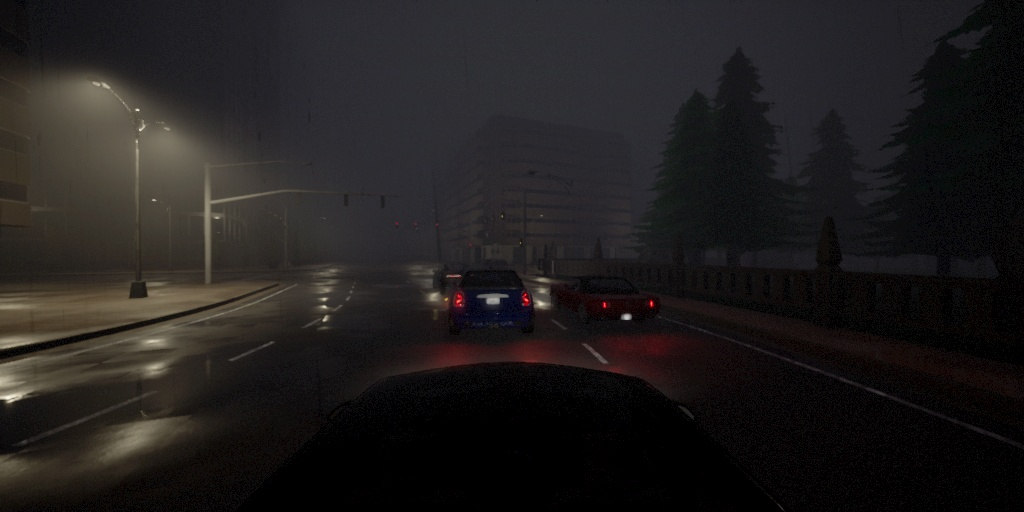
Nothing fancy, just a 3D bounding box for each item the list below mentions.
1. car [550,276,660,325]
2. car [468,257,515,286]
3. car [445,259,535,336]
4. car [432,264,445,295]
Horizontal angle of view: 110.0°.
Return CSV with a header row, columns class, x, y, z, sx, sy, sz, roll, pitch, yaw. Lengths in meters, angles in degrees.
class,x,y,z,sx,sy,sz,roll,pitch,yaw
car,2.660,1.292,11.615,1.895,1.301,4.718,0,0,-9
car,-1.541,0.972,24.989,2.097,1.767,4.553,0,0,-20
car,-0.727,1.054,10.456,2.097,1.767,4.553,0,0,-8
car,-3.114,1.145,19.134,2.128,1.511,4.902,0,0,-19
